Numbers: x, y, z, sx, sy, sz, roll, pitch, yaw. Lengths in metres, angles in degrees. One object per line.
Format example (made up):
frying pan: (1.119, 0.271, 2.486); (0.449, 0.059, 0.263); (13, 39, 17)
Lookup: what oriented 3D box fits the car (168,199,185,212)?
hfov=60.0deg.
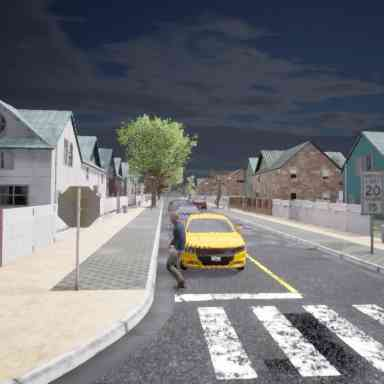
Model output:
car: (-1.953, 1.668, 41.783); (1.994, 1.385, 4.181); (1, 0, -4)

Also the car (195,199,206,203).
car: (0.802, 1.623, 43.054); (1.882, 1.535, 5.008); (1, 0, -4)

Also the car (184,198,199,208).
car: (-0.120, 1.722, 53.373); (2.033, 1.411, 5.357); (1, 0, -5)

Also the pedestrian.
pedestrian: (-0.345, 1.296, 7.668); (0.375, 1.860, 0.375); (2, -2, -5)

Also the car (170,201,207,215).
car: (-0.278, 1.575, 21.368); (1.812, 1.442, 4.674); (1, 0, -5)

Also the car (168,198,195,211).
car: (-1.116, 1.581, 31.427); (1.837, 1.490, 4.892); (1, -1, -5)

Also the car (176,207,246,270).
car: (0.521, 1.503, 11.298); (1.882, 1.535, 5.008); (1, 0, -3)
